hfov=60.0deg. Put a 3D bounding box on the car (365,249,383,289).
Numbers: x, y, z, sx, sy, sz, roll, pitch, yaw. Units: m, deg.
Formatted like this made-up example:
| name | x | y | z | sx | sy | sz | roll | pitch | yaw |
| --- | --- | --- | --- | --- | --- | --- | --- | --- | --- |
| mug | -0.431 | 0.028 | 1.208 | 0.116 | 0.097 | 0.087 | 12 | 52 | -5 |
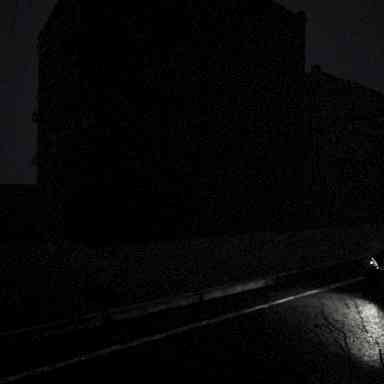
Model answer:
| name | x | y | z | sx | sy | sz | roll | pitch | yaw |
| --- | --- | --- | --- | --- | --- | --- | --- | --- | --- |
| car | 6.069 | 1.541 | 8.005 | 4.674 | 1.442 | 1.812 | 0 | 0 | -35 |
